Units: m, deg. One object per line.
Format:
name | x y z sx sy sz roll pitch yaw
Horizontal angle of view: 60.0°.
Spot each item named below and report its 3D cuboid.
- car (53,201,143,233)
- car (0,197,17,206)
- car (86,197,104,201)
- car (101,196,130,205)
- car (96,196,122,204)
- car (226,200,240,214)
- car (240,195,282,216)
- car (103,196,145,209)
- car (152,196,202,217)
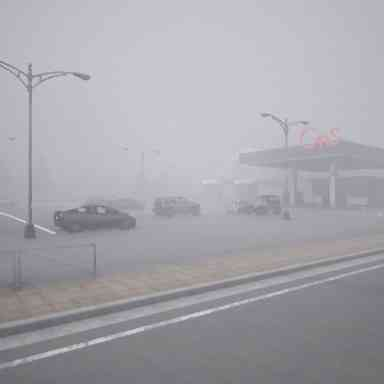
car | -5.454 1.486 18.923 4.514 1.523 2.007 0 0 -36
car | -29.761 1.572 52.416 3.806 1.475 1.970 0 0 -36
car | -13.839 1.508 49.079 3.633 1.501 1.845 0 0 -36
car | -14.509 1.518 63.177 5.027 1.636 2.152 0 0 -36
car | -16.380 1.527 65.696 4.514 1.523 2.007 0 0 -36
car | 5.502 1.549 35.372 3.806 1.475 1.970 0 0 -36
car | 6.944 1.265 32.314 3.866 1.878 1.905 0 0 -36
car | -8.048 1.486 40.935 4.514 1.523 2.007 0 0 -36
car | -1.365 1.286 30.399 4.605 1.855 1.932 0 0 -36
